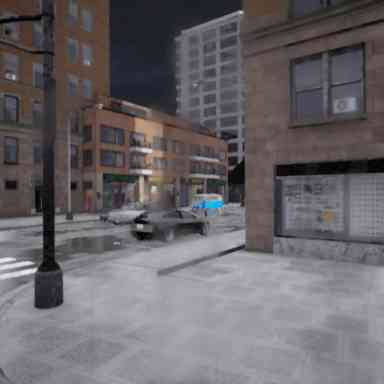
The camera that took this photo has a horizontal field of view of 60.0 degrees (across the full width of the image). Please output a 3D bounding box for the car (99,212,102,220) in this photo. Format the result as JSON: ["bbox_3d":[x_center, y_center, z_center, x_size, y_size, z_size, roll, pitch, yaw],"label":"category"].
[{"bbox_3d":[-4.727,1.419,24.344,2.008,1.369,4.403,0,0,35],"label":"car"}]

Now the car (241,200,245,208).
[{"bbox_3d":[7.763,1.254,42.011,1.887,1.381,4.507,0,0,35],"label":"car"}]

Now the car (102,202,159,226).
[{"bbox_3d":[-3.188,1.457,21.754,1.895,1.301,4.718,-1,0,35],"label":"car"}]

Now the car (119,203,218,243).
[{"bbox_3d":[-0.884,1.409,15.012,1.947,1.339,4.313,0,0,35],"label":"car"}]

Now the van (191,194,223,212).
[{"bbox_3d":[1.518,1.129,33.176,1.690,1.788,3.998,0,0,35],"label":"van"}]
